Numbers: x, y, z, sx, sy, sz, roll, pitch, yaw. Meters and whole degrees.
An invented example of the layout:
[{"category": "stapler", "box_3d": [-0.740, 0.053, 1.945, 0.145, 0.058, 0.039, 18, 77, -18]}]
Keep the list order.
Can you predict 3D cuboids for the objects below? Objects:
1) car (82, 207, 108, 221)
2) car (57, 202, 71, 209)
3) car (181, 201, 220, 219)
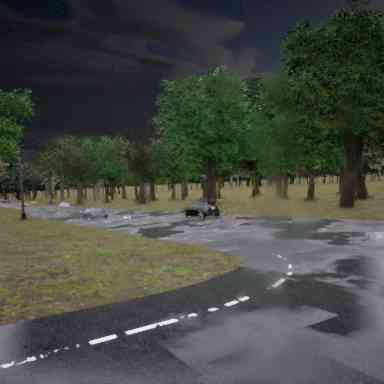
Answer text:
[{"category": "car", "box_3d": [-11.540, 2.566, 39.280, 1.812, 1.442, 4.674, -4, 1, -36]}, {"category": "car", "box_3d": [-29.056, 3.067, 75.492, 1.812, 1.442, 4.674, -4, 1, -36]}, {"category": "car", "box_3d": [0.792, 1.710, 34.125, 2.097, 1.767, 4.553, -4, 1, -36]}]
